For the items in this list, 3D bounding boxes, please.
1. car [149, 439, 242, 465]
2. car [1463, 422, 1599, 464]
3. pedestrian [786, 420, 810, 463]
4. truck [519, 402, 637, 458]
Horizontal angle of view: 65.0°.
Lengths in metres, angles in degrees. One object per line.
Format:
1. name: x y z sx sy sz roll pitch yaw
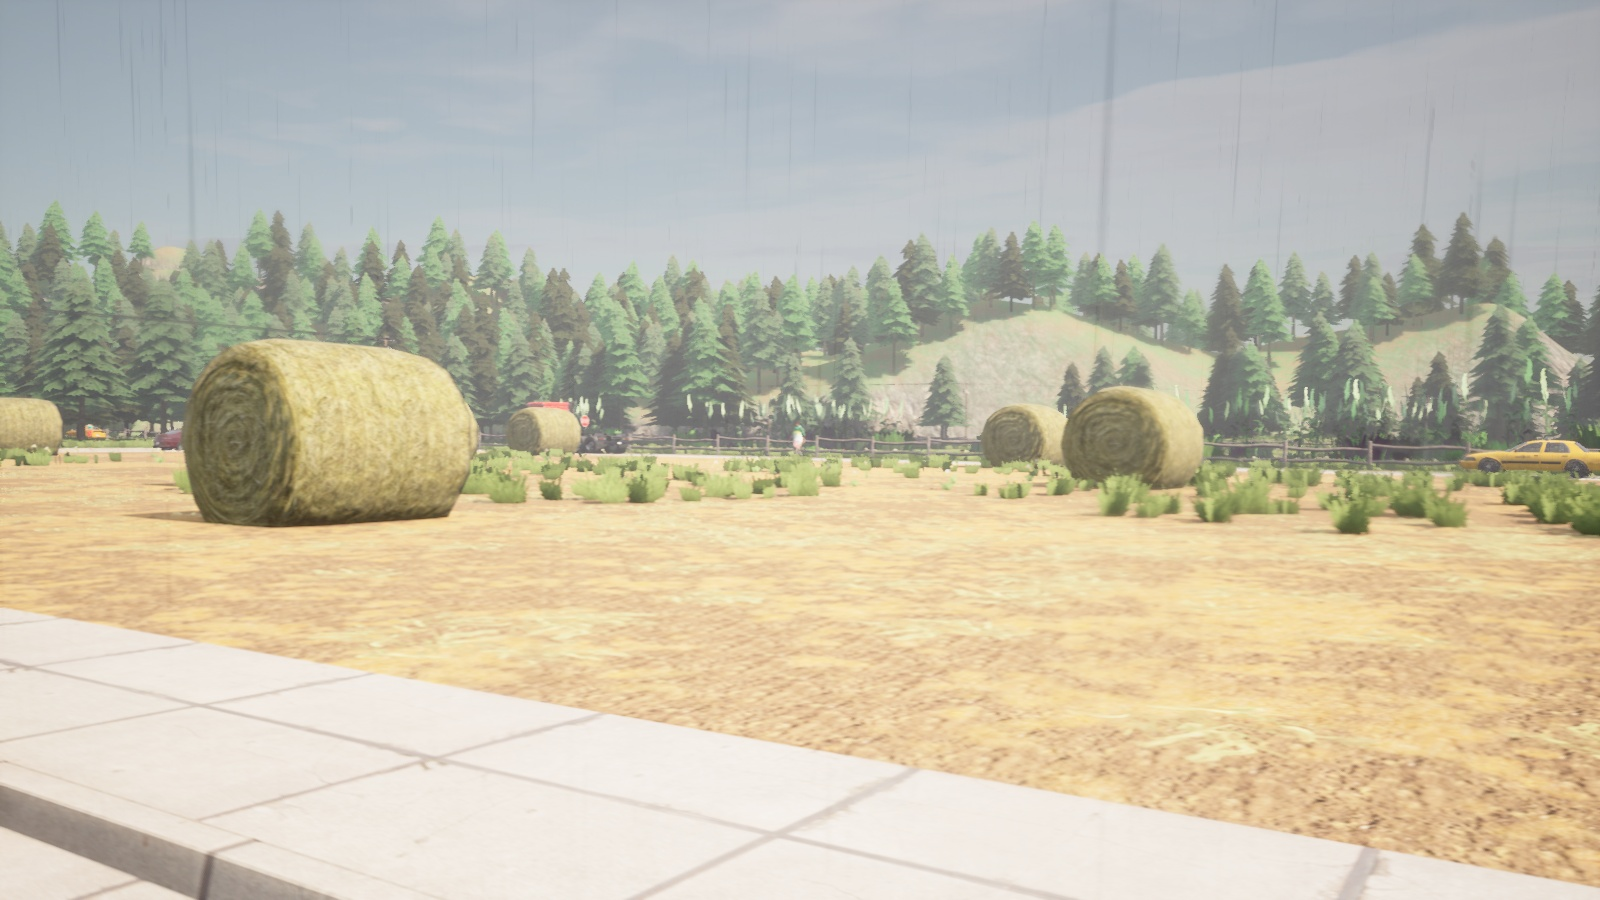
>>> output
1. car: -35.916 0.089 74.722 1.812 1.442 4.674 0 1 35
2. car: 28.911 -0.266 48.793 5.366 1.575 1.801 0 1 37
3. pedestrian: -0.091 -0.404 57.457 0.873 1.952 0.659 -1 1 -40
4. truck: -14.570 -1.249 82.041 7.936 3.462 2.891 0 1 37
